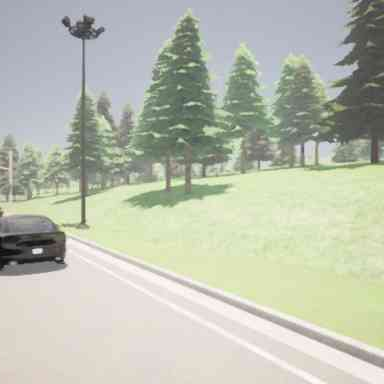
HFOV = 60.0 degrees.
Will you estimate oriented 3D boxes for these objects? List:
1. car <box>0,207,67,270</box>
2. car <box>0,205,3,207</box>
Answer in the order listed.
[{"bbox_3d":[-5.694,1.484,11.268,1.882,1.535,5.008,0,0,-35],"label":"car"},{"bbox_3d":[-15.193,1.503,24.821,2.128,1.511,4.902,0,0,-35],"label":"car"}]
